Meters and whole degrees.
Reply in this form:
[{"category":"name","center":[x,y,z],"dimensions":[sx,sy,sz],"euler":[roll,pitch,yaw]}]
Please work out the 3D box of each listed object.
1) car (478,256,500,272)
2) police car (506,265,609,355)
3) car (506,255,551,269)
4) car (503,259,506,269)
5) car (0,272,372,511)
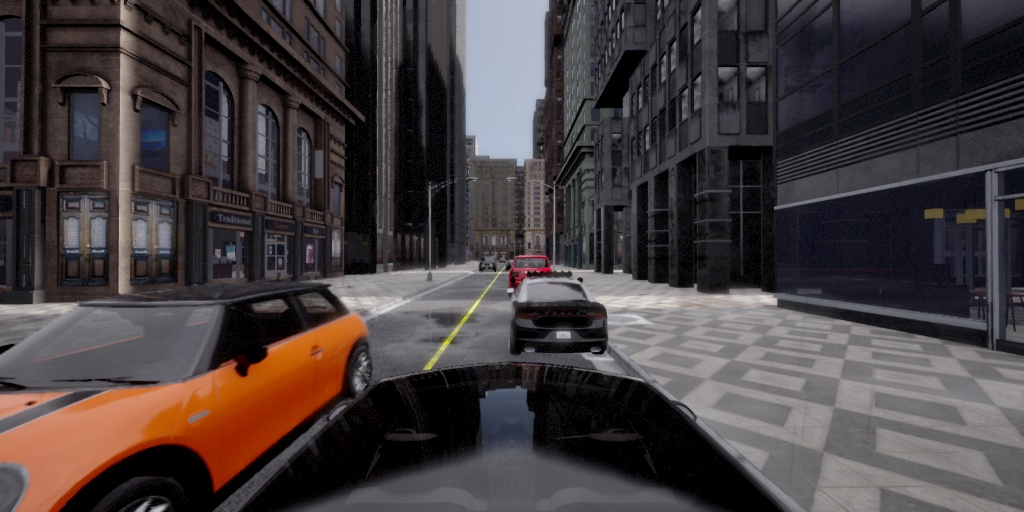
[{"category":"car","center":[-3.059,1.029,46.351],"dimensions":[2.150,2.045,5.566],"euler":[0,0,0]},{"category":"police car","center":[0.905,1.179,8.856],"dimensions":[1.930,1.638,5.238],"euler":[0,0,0]},{"category":"car","center":[0.915,0.985,18.778],"dimensions":[2.150,2.045,5.566],"euler":[0,0,0]},{"category":"car","center":[0.092,1.414,48.560],"dimensions":[1.895,1.301,4.718],"euler":[0,0,1]},{"category":"car","center":[-3.102,1.102,3.350],"dimensions":[2.097,1.767,4.553],"euler":[0,0,0]}]
